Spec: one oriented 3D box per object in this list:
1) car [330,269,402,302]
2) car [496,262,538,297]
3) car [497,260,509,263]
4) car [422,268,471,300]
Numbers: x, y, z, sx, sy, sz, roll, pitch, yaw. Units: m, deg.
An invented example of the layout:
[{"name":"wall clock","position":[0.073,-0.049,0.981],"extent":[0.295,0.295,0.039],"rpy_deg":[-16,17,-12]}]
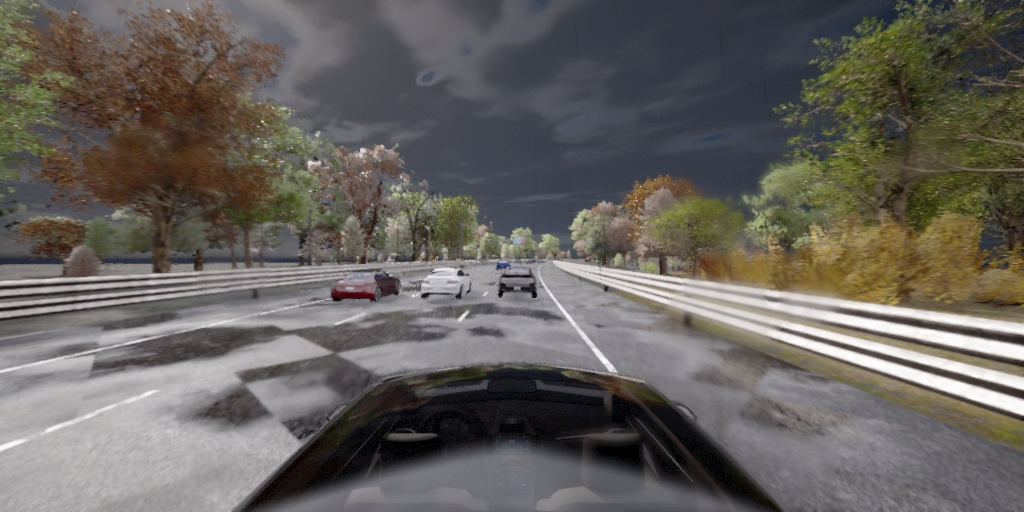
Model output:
[{"name":"car","position":[-6.736,1.328,17.019],"extent":[1.994,1.385,4.181],"rpy_deg":[0,0,1]},{"name":"car","position":[0.315,1.287,19.055],"extent":[2.128,1.511,4.902],"rpy_deg":[0,0,2]},{"name":"car","position":[-1.264,1.376,54.904],"extent":[1.882,1.535,5.008],"rpy_deg":[0,0,4]},{"name":"car","position":[-3.207,1.305,18.038],"extent":[1.812,1.442,4.674],"rpy_deg":[0,0,1]}]
